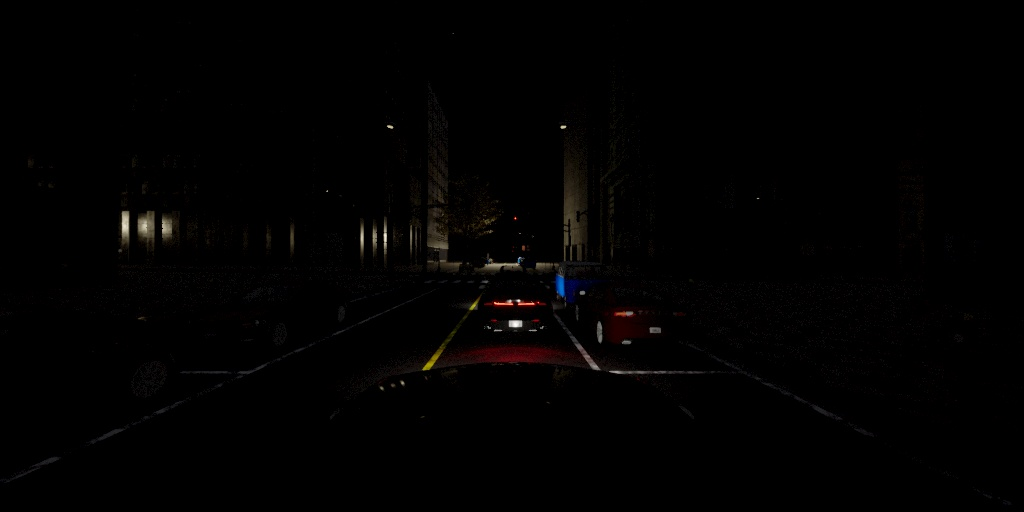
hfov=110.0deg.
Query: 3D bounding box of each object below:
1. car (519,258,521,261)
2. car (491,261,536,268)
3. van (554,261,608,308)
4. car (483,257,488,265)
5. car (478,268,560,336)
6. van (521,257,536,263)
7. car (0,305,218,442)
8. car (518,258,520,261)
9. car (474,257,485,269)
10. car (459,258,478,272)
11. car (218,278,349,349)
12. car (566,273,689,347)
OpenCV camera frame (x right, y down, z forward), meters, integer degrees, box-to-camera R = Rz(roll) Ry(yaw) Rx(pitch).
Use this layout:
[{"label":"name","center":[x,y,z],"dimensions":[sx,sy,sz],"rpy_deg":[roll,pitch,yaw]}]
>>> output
[{"label":"car","center":[2.577,1.347,58.059],"dimensions":[1.948,1.339,4.313],"rpy_deg":[0,0,0]},{"label":"car","center":[0.047,1.246,19.792],"dimensions":[2.128,1.511,4.902],"rpy_deg":[0,0,-1]},{"label":"van","center":[2.736,1.093,14.663],"dimensions":[1.690,1.789,3.998],"rpy_deg":[0,0,0]},{"label":"car","center":[-5.965,1.101,63.089],"dimensions":[2.192,1.841,5.009],"rpy_deg":[0,0,0]},{"label":"car","center":[0.074,1.256,10.373],"dimensions":[1.837,1.490,4.892],"rpy_deg":[0,0,0]},{"label":"van","center":[2.595,1.117,52.647],"dimensions":[1.690,1.789,3.998],"rpy_deg":[0,0,0]},{"label":"car","center":[-5.782,1.295,3.603],"dimensions":[1.888,1.381,4.507],"rpy_deg":[0,0,0]},{"label":"car","center":[2.559,1.332,63.473],"dimensions":[1.888,1.381,4.507],"rpy_deg":[0,0,0]},{"label":"car","center":[-5.947,1.326,57.800],"dimensions":[1.888,1.381,4.507],"rpy_deg":[0,0,0]},{"label":"car","center":[-5.917,1.297,47.050],"dimensions":[1.751,1.417,4.829],"rpy_deg":[0,0,0]},{"label":"car","center":[-5.802,1.296,9.128],"dimensions":[1.888,1.381,4.507],"rpy_deg":[0,0,0]},{"label":"car","center":[2.753,1.296,9.138],"dimensions":[1.888,1.381,4.507],"rpy_deg":[0,0,0]}]
